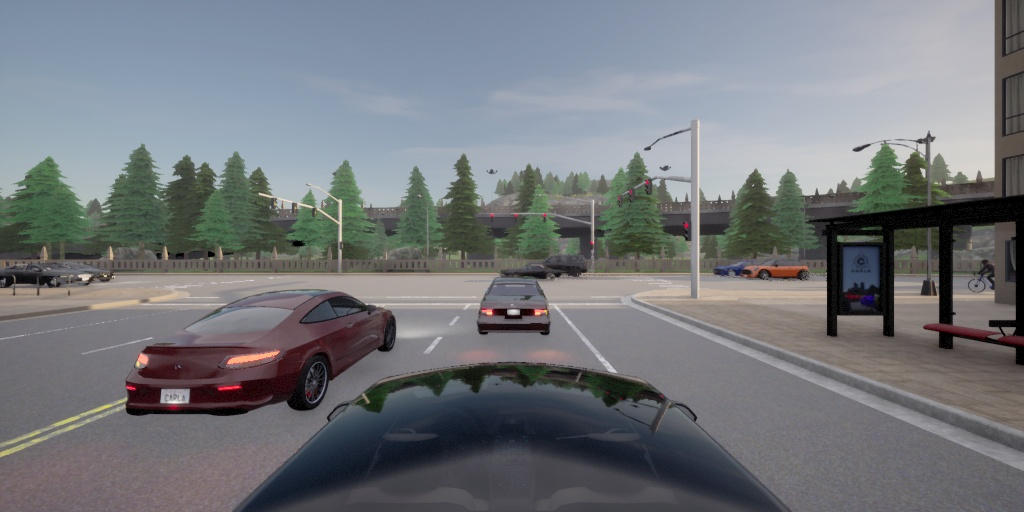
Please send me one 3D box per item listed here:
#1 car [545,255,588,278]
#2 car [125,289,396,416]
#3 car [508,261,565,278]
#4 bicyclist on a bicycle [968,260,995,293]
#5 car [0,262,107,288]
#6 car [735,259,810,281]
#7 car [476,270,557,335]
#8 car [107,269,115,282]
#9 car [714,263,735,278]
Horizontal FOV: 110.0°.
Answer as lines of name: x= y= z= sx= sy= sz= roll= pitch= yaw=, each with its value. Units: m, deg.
car: x=4.095 y=0.918 z=32.777 sx=5.566 sy=2.045 sz=2.150 roll=0 pitch=0 yaw=1
car: x=-3.448 y=1.276 z=5.987 sx=1.812 sy=1.442 sz=4.674 roll=0 pitch=0 yaw=0
car: x=1.390 y=1.304 z=27.986 sx=4.718 sy=1.301 sz=1.895 roll=0 pitch=0 yaw=-18
bicyclist on a bicycle: x=22.752 y=0.995 z=17.082 sx=0.582 sy=1.620 sz=1.656 roll=0 pitch=0 yaw=1
car: x=-29.181 y=1.186 z=22.406 sx=4.902 sy=1.511 sz=2.128 roll=0 pitch=0 yaw=-2
car: x=21.172 y=1.049 z=28.989 sx=4.553 sy=1.767 sz=2.097 roll=0 pitch=0 yaw=2
car: x=0.086 y=1.297 z=10.483 sx=2.033 sy=1.411 sz=5.357 roll=0 pitch=0 yaw=1
car: x=-31.832 y=1.199 z=25.959 sx=4.892 sy=1.490 sz=1.837 roll=0 pitch=0 yaw=1
car: x=21.025 y=1.172 z=32.500 sx=5.008 sy=1.535 sz=1.882 roll=0 pitch=0 yaw=2
